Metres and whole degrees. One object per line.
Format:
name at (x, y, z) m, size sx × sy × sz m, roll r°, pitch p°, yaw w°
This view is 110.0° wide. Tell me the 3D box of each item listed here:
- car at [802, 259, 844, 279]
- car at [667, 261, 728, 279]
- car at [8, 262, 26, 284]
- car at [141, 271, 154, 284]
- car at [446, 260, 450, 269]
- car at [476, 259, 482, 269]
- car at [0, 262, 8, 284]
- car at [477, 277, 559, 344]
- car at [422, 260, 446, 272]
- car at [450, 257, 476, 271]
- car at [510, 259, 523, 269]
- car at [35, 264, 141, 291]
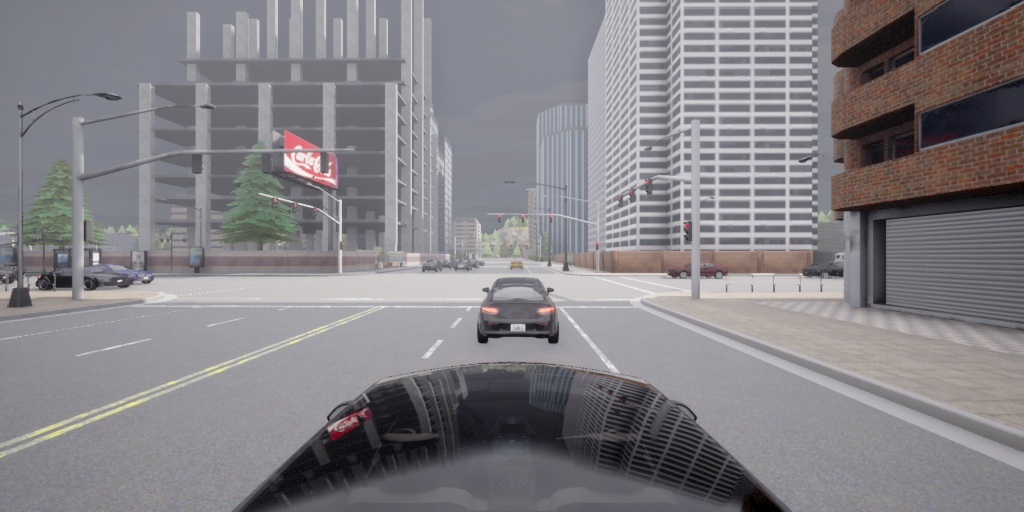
car at (28.609, 1.227, 31.820) m, size 5.008 × 1.535 × 1.882 m, roll 0°, pitch 0°, yaw 1°
car at (16.471, 1.227, 31.918) m, size 5.008 × 1.535 × 1.882 m, roll 0°, pitch 0°, yaw 0°
car at (-37.846, 1.254, 25.091) m, size 4.892 × 1.490 × 1.837 m, roll 0°, pitch 0°, yaw 0°
car at (-27.857, 1.275, 25.020) m, size 4.674 × 1.442 × 1.812 m, roll 0°, pitch 0°, yaw 0°
car at (-9.957, 1.297, 55.376) m, size 2.033 × 1.411 × 5.357 m, roll 0°, pitch 0°, yaw 1°
car at (-6.417, 1.254, 57.918) m, size 1.837 × 1.490 × 4.892 m, roll 0°, pitch 0°, yaw 1°
car at (-34.201, 1.102, 21.566) m, size 4.553 × 1.767 × 2.097 m, roll 0°, pitch 0°, yaw 0°
car at (0.160, 1.276, 9.502) m, size 1.812 × 1.442 × 4.674 m, roll 0°, pitch 0°, yaw 1°
car at (-10.079, 1.254, 45.641) m, size 1.837 × 1.490 × 4.892 m, roll 0°, pitch 0°, yaw 1°
car at (-6.539, 1.241, 48.546) m, size 2.128 × 1.511 × 4.902 m, roll 0°, pitch 0°, yaw 1°
car at (0.729, 1.227, 56.409) m, size 1.882 × 1.535 × 5.008 m, roll 0°, pitch 0°, yaw 1°
car at (-25.503, 1.314, 21.503) m, size 4.181 × 1.385 × 1.994 m, roll 0°, pitch 0°, yaw 0°
